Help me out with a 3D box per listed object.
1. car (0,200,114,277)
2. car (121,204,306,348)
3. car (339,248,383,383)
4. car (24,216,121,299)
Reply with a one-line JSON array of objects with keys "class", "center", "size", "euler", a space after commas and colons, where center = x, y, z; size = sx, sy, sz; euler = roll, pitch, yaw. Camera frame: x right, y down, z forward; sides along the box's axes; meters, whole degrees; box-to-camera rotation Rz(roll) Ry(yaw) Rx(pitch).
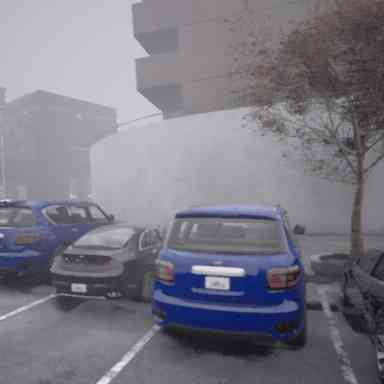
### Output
[{"class": "car", "center": [-3.856, 1.274, 10.175], "size": [2.435, 2.045, 5.566], "euler": [0, -1, 15]}, {"class": "car", "center": [1.041, 1.256, 6.676], "size": [2.435, 2.045, 5.566], "euler": [0, -1, 16]}, {"class": "car", "center": [3.480, 1.529, 4.902], "size": [2.163, 1.488, 4.792], "euler": [0, -1, 16]}, {"class": "car", "center": [-1.416, 1.517, 8.402], "size": [2.231, 1.521, 4.892], "euler": [0, -1, 15]}]
